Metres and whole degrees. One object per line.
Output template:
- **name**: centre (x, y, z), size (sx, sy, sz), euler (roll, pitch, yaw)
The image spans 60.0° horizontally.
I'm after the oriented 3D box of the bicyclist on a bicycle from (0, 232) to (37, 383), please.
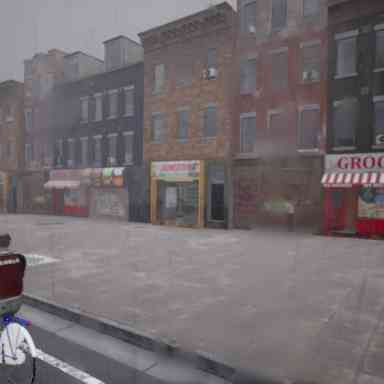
- **bicyclist on a bicycle**: centre (-2.440, 1.370, 4.095), size (1.843, 1.776, 0.659), euler (0, 0, 35)
